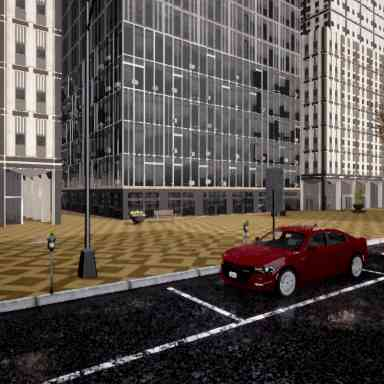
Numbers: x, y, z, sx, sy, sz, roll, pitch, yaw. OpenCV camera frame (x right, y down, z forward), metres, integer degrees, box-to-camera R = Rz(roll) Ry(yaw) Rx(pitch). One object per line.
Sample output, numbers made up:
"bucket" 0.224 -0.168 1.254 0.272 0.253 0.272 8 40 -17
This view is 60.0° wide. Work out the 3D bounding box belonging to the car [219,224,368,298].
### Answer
"car" 2.716 1.545 8.505 4.507 1.381 1.887 0 0 -36
